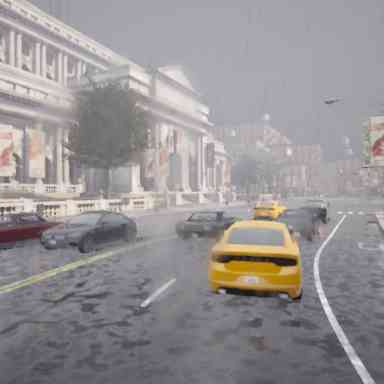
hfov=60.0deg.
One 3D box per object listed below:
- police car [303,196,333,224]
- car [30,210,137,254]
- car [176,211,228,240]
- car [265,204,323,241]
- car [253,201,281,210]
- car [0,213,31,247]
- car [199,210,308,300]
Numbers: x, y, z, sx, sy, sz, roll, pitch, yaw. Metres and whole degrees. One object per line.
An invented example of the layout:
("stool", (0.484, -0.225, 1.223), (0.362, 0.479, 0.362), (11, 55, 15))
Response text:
("police car", (9.358, 1.405, 25.246), (1.930, 1.638, 5.238), (0, 0, 27))
("car", (-4.018, 1.515, 13.812), (1.812, 1.442, 4.674), (0, 0, 22))
("car", (1.073, 1.588, 16.362), (1.895, 1.301, 4.718), (0, 0, 25))
("car", (5.292, 1.550, 16.920), (1.994, 1.385, 4.181), (0, 0, 26))
("car", (6.418, 1.456, 26.964), (1.882, 1.535, 5.008), (0, 0, 27))
("car", (-7.695, 1.591, 13.950), (1.895, 1.301, 4.718), (0, 0, 21))
("car", (1.741, 1.471, 8.555), (1.882, 1.535, 5.008), (0, 0, 15))
